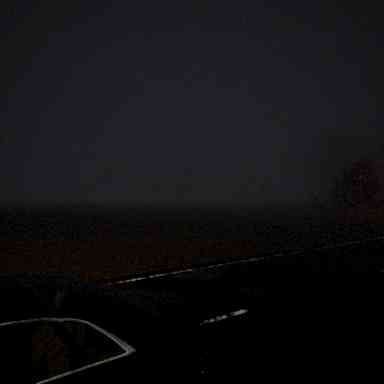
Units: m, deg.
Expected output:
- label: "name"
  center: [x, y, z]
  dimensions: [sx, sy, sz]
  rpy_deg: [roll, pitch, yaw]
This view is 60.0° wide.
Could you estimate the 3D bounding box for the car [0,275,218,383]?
- label: "car"
  center: [-2.052, 1.503, 2.225]
  dimensions: [4.892, 1.490, 1.837]
  rpy_deg: [0, 0, -35]
